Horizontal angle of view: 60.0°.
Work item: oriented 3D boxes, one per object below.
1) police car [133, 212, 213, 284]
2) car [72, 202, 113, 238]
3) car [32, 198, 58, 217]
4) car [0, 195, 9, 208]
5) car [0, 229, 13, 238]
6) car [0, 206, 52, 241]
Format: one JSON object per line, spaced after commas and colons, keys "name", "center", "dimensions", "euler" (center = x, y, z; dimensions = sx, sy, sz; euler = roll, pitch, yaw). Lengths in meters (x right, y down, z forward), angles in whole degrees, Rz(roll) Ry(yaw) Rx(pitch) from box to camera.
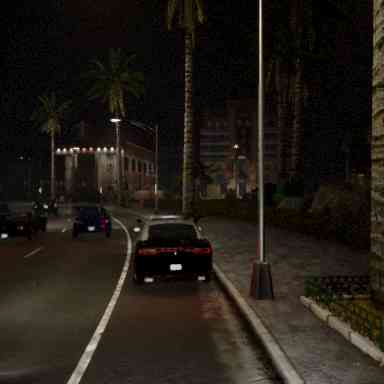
{"name": "police car", "center": [-0.678, 1.424, 9.770], "dimensions": [1.930, 1.638, 5.238], "euler": [0, 0, -7]}
{"name": "car", "center": [-5.287, 1.522, 17.843], "dimensions": [1.812, 1.442, 4.674], "euler": [0, 0, -14]}
{"name": "car", "center": [-13.770, 1.340, 31.074], "dimensions": [2.097, 1.767, 4.553], "euler": [0, 0, -26]}
{"name": "car", "center": [-13.979, 1.215, 22.526], "dimensions": [2.150, 2.045, 5.566], "euler": [0, 0, -19]}
{"name": "car", "center": [-3.108, 1.349, 1.616], "dimensions": [2.097, 1.767, 4.553], "euler": [0, 0, -2]}
{"name": "car", "center": [-8.543, 1.594, 16.488], "dimensions": [1.895, 1.301, 4.718], "euler": [0, 0, -13]}
